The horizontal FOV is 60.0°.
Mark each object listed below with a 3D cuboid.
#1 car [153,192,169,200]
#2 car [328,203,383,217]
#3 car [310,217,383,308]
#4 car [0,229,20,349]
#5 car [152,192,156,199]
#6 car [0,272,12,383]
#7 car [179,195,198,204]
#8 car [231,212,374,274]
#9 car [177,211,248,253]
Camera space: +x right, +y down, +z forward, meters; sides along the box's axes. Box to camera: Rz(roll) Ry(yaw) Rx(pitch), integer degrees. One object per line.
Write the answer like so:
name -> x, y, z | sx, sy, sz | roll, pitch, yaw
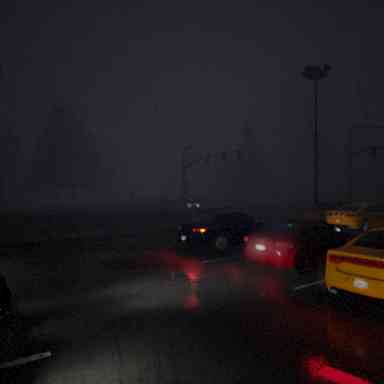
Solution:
car -> -6.514, 1.334, 73.502 | 2.033, 1.411, 5.357 | 0, 0, -17
car -> 9.768, 1.371, 19.038 | 5.008, 1.535, 1.882 | 0, 0, -35
car -> 4.969, 1.432, 7.184 | 5.008, 1.535, 1.882 | 0, 0, -35
car -> -5.159, 1.503, 4.357 | 4.902, 1.511, 2.128 | 0, 0, -35
car -> -9.577, 0.985, 88.507 | 2.150, 2.045, 5.566 | 0, 0, -6
car -> -3.437, 1.518, 1.287 | 4.892, 1.490, 1.837 | -1, 0, -35
car -> -0.616, 1.291, 59.023 | 1.882, 1.535, 5.008 | 0, 0, -26
car -> 3.558, 1.514, 10.462 | 4.181, 1.385, 1.994 | 0, 0, -35
car -> 1.588, 1.476, 13.357 | 4.674, 1.442, 1.812 | 0, 0, -35
